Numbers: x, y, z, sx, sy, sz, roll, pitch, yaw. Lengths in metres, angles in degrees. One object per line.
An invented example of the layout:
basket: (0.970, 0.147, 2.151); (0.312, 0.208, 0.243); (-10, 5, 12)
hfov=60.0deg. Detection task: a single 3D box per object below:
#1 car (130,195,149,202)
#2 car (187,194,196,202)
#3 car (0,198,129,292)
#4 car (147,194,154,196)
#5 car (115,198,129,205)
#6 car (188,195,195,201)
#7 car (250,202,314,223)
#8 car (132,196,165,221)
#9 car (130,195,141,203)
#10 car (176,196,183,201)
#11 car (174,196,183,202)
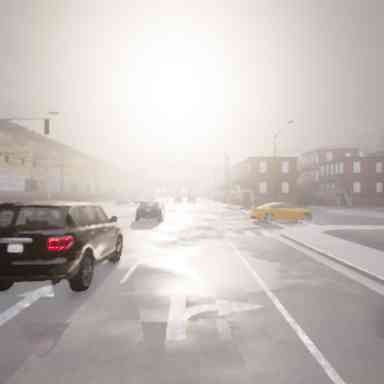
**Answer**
car: (-10.614, 1.841, 67.457); (2.033, 1.411, 5.357); (0, 0, 0)
car: (-0.144, 1.592, 85.039); (2.150, 2.045, 5.566); (0, 0, 0)
car: (-3.450, 1.256, 9.202); (2.150, 2.045, 5.566); (0, -1, 0)
car: (-10.642, 1.593, 83.808); (2.150, 2.045, 5.566); (0, 0, 0)
car: (-14.114, 1.896, 67.430); (1.895, 1.301, 4.718); (0, 0, 0)
car: (-0.161, 1.731, 95.481); (2.097, 1.767, 4.553); (0, 0, 0)
car: (7.172, 1.596, 26.532); (5.008, 1.535, 1.882); (0, -2, -10)
car: (-3.464, 1.479, 28.482); (2.097, 1.767, 4.553); (0, 0, 0)
car: (-14.142, 1.724, 83.831); (2.097, 1.767, 4.553); (0, 0, 0)
car: (-3.661, 1.853, 95.503); (1.882, 1.535, 5.008); (0, 0, 0)
car: (-3.644, 1.852, 85.333); (1.882, 1.535, 5.008); (0, 0, 0)
